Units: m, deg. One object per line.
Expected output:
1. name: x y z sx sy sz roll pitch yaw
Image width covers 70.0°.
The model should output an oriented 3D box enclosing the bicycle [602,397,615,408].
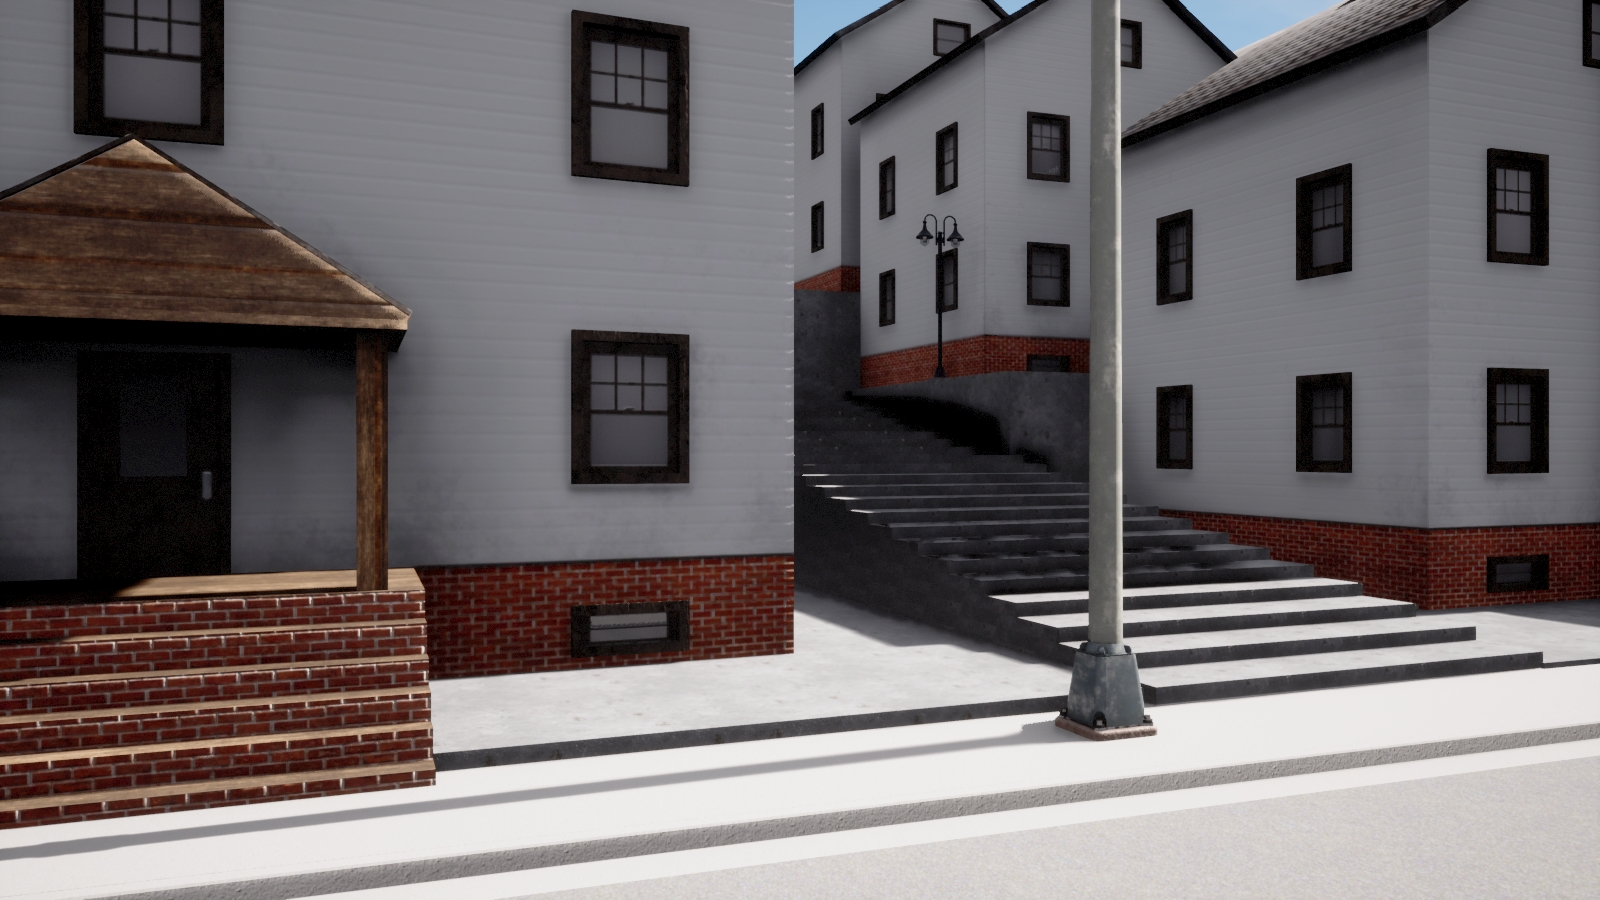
1. bicycle: -23.762 -5.855 141.687 1.487 1.301 0.859 0 0 -17
